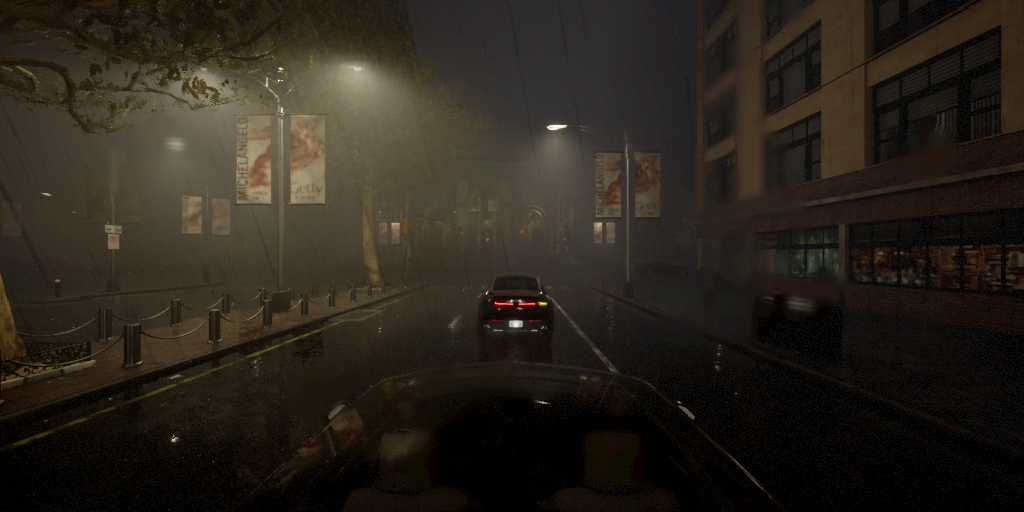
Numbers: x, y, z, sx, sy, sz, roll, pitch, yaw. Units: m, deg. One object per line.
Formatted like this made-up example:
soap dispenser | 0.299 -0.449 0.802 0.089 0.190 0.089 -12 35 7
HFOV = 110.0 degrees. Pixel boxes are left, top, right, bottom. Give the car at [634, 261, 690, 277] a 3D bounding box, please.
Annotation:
car | 14.289 1.228 34.269 5.008 1.535 1.882 0 0 1

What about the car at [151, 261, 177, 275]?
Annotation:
car | -38.903 1.228 38.383 5.008 1.535 1.882 0 0 0

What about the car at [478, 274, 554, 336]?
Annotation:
car | 0.122 1.255 10.365 1.837 1.490 4.892 0 0 1

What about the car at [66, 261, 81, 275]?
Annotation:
car | -48.153 1.241 38.414 4.902 1.511 2.128 0 0 0

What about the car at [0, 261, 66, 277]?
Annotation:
car | -47.267 1.255 34.907 4.892 1.490 1.837 0 0 -1

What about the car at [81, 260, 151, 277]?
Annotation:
car | -38.407 1.314 34.877 4.181 1.385 1.994 0 0 0
